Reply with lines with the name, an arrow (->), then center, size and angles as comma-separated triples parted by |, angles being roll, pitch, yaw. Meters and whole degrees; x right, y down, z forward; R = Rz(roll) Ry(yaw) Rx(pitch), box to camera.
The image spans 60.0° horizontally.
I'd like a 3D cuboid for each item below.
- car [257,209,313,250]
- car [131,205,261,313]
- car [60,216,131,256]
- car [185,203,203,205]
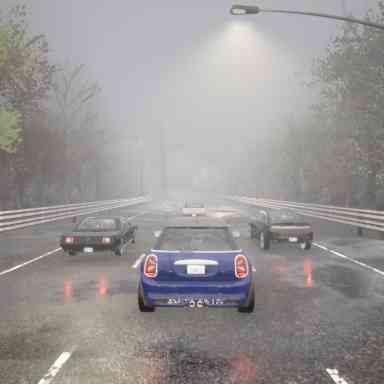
car -> 3.634, 1.486, 14.325 | 2.128, 1.511, 4.902 | 0, 0, 0
car -> 0.113, 1.350, 7.837 | 2.097, 1.767, 4.553 | 0, 0, 1
car -> -3.369, 1.596, 13.072 | 1.895, 1.301, 4.718 | 0, 0, 0
car -> 0.171, 1.581, 29.111 | 1.895, 1.301, 4.718 | 0, 0, 0
